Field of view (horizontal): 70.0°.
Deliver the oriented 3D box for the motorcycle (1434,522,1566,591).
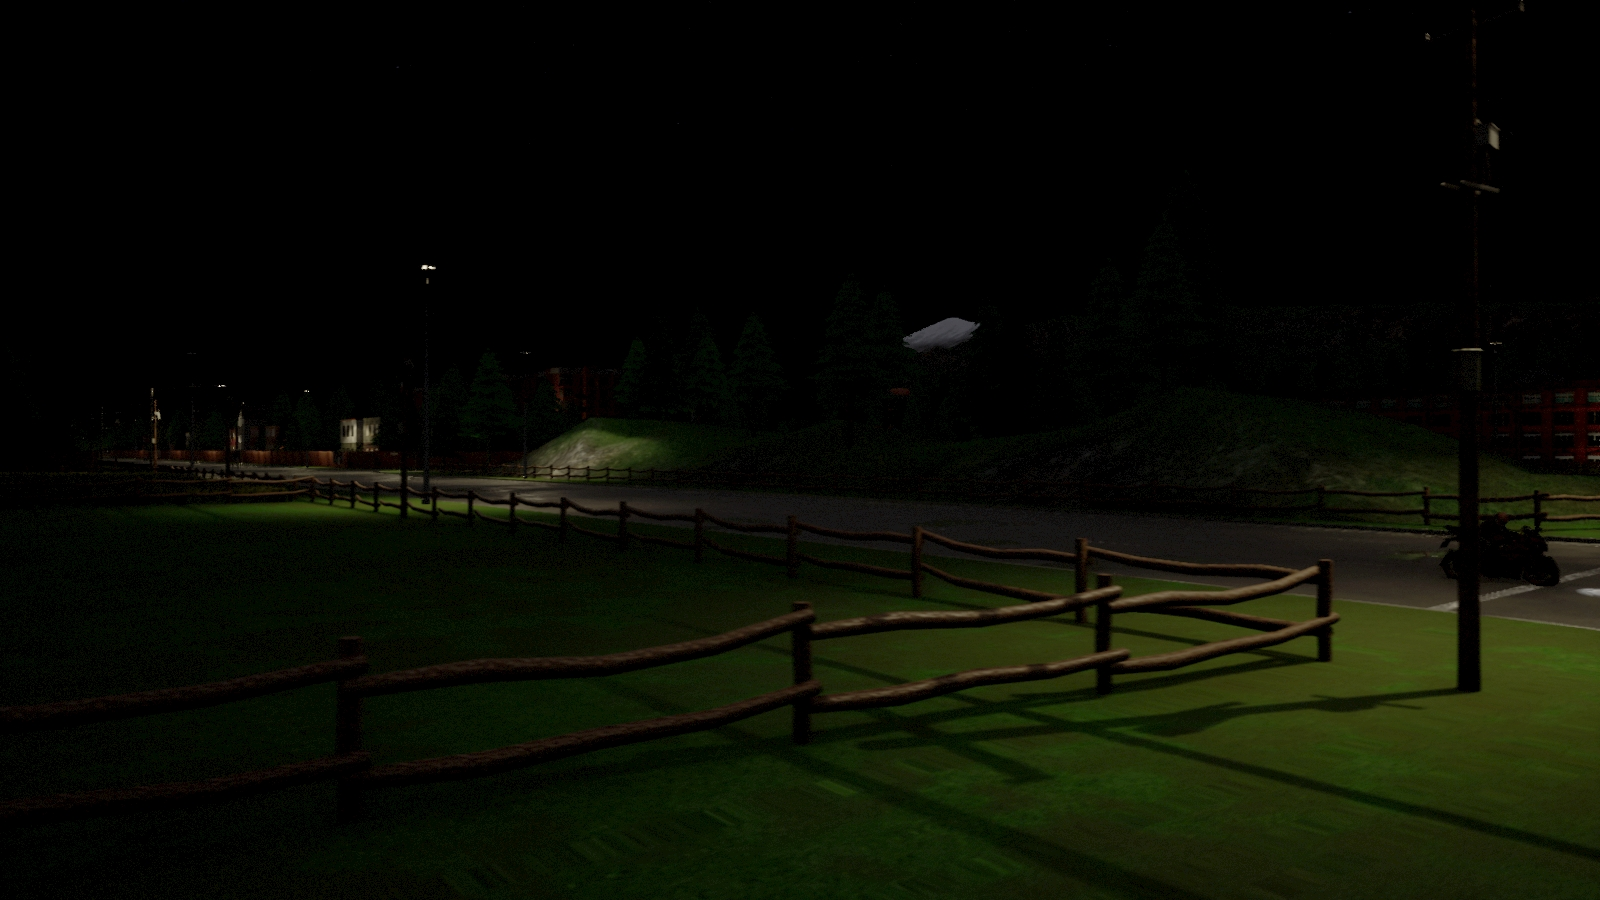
[{"bbox_3d":[14.699,2.199,24.040,0.867,1.251,2.209,1,0,-38],"label":"motorcycle"}]
